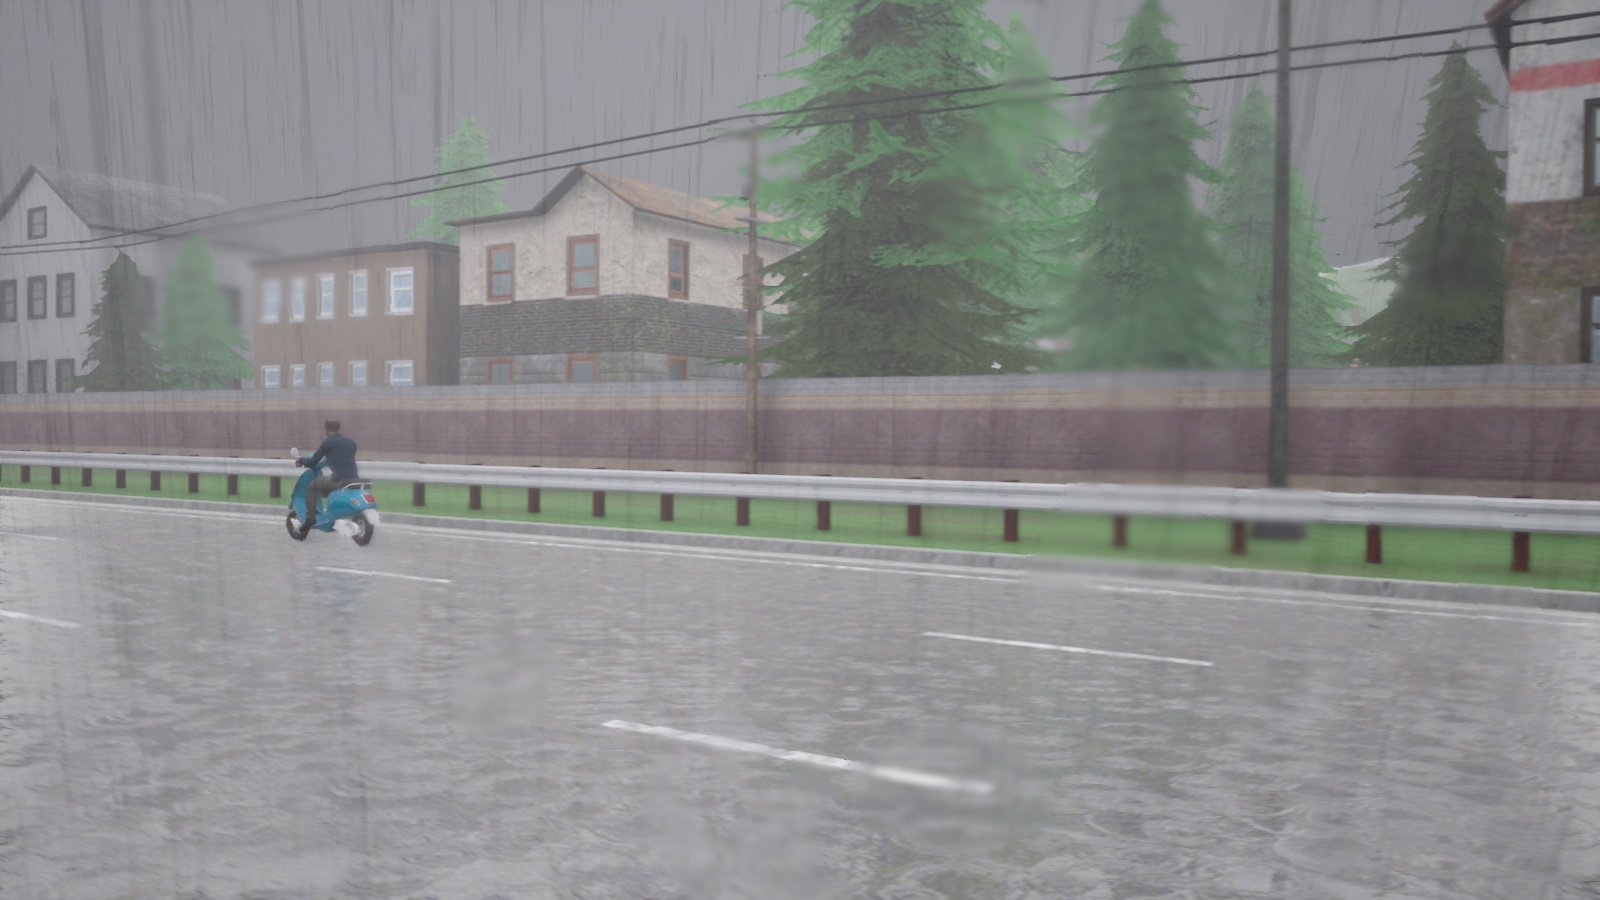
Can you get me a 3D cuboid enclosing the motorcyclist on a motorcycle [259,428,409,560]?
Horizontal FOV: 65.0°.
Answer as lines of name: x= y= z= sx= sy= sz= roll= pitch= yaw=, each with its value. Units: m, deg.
motorcyclist on a motorcycle: x=-5.939 y=0.521 z=15.972 sx=1.817 sy=1.590 sz=0.866 roll=0 pitch=1 yaw=34
